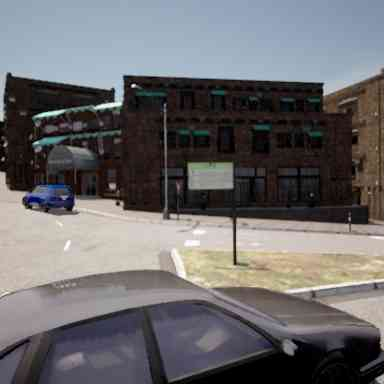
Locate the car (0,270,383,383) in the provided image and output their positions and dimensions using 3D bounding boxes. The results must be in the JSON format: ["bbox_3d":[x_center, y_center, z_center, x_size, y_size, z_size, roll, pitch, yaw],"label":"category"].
[{"bbox_3d":[-0.524,1.528,3.117,5.357,1.411,2.033,0,0,-29],"label":"car"}]

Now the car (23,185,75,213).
[{"bbox_3d":[-11.597,0.476,26.862,5.566,2.045,2.150,4,3,43],"label":"car"}]
